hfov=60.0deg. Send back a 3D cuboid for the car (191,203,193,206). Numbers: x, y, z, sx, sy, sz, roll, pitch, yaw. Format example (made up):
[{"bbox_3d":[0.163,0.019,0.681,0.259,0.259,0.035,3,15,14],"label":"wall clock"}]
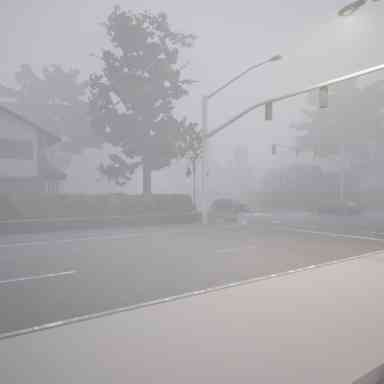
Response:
[{"bbox_3d":[-1.823,1.241,43.779,2.097,1.767,4.553,0,0,-36],"label":"car"}]

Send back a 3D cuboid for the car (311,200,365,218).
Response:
[{"bbox_3d":[12.959,1.453,29.847,1.812,1.442,4.674,0,0,-36],"label":"car"}]

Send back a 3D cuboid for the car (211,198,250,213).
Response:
[{"bbox_3d":[4.081,1.416,35.739,1.837,1.490,4.892,0,0,-36],"label":"car"}]

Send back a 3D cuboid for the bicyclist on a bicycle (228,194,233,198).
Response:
[{"bbox_3d":[5.860,1.176,51.028,1.656,1.620,0.582,0,0,-36],"label":"bicyclist on a bicycle"}]

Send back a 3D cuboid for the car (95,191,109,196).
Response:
[{"bbox_3d":[-20.443,0.855,75.209,2.150,2.045,5.566,0,0,-36],"label":"car"}]
